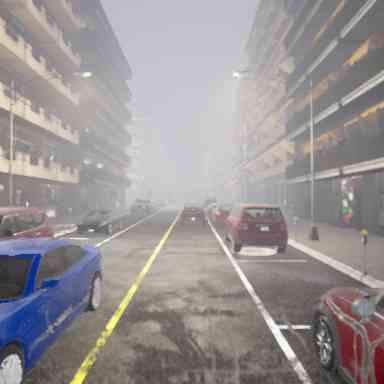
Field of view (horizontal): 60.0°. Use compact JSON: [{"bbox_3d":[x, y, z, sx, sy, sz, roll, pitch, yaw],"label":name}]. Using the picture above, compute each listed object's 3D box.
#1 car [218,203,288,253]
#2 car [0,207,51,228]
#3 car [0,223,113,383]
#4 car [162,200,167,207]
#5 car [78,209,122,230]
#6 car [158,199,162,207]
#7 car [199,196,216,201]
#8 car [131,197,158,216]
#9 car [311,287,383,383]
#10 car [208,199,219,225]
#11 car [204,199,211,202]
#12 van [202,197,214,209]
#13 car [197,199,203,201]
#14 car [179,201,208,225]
[{"bbox_3d":[2.546,1.391,14.036,2.192,1.841,5.009,1,0,0],"label":"car"},{"bbox_3d":[-5.296,1.360,8.560,2.192,1.841,5.009,1,0,0],"label":"car"},{"bbox_3d":[-2.754,1.503,4.921,1.882,1.535,5.008,0,0,0],"label":"car"},{"bbox_3d":[-5.331,1.971,58.335,1.802,1.307,4.206,1,0,0],"label":"car"},{"bbox_3d":[-5.309,1.674,19.622,1.947,1.339,4.313,1,0,0],"label":"car"},{"bbox_3d":[-5.321,1.802,41.742,1.887,1.381,4.507,1,0,0],"label":"car"},{"bbox_3d":[2.527,1.614,47.224,2.192,1.841,5.009,1,0,0],"label":"car"},{"bbox_3d":[-5.312,1.532,36.212,2.192,1.841,5.009,1,0,0],"label":"car"},{"bbox_3d":[2.591,1.456,2.974,1.967,1.590,4.097,1,0,0],"label":"car"},{"bbox_3d":[2.537,1.583,25.098,1.967,1.590,4.097,1,0,0],"label":"car"},{"bbox_3d":[2.528,1.799,36.160,1.802,1.307,4.206,1,0,0],"label":"car"},{"bbox_3d":[2.524,1.685,52.756,1.690,1.788,3.998,1,0,0],"label":"van"},{"bbox_3d":[0.078,1.858,41.733,1.895,1.301,4.718,0,0,0],"label":"car"},{"bbox_3d":[0.086,1.648,25.493,1.837,1.490,4.892,0,-1,0],"label":"car"}]
